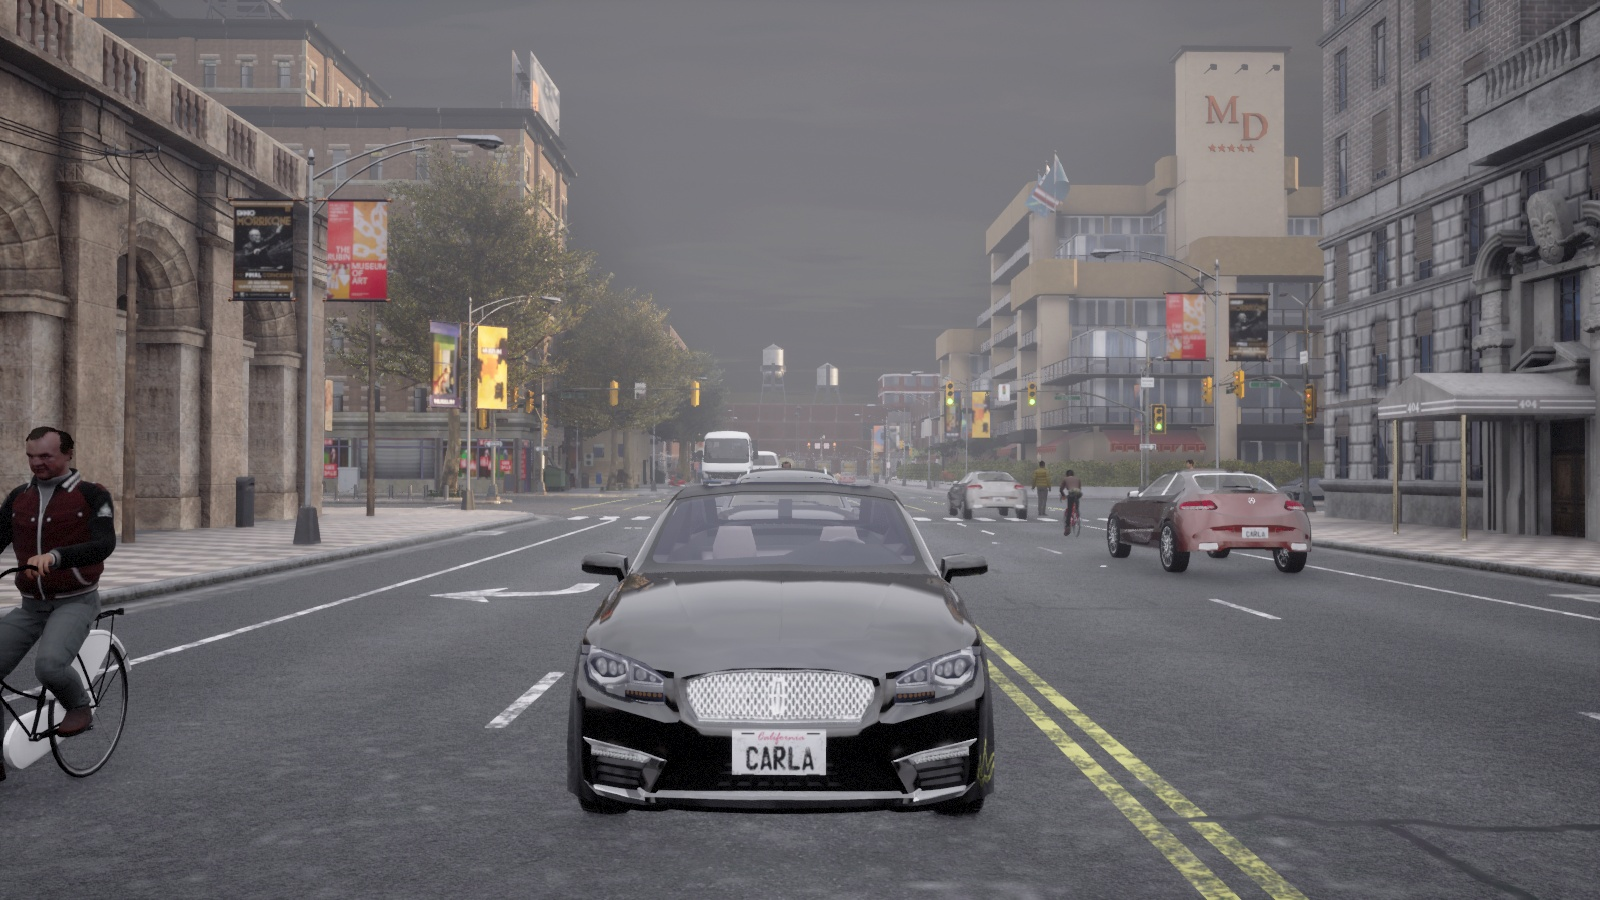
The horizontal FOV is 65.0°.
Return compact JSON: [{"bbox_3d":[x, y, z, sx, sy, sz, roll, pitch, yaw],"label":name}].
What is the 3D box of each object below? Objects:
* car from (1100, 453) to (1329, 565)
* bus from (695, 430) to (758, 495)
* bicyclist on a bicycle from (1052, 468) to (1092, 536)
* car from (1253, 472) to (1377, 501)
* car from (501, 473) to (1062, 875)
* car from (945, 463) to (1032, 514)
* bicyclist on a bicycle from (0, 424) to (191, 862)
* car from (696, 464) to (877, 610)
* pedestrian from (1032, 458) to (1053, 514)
[{"bbox_3d":[6.791,0.922,21.273,2.152,1.651,5.027,0,-1,-1],"label":"car"},{"bbox_3d":[-4.931,0.914,86.961,3.944,4.253,10.273,0,-1,-1],"label":"bus"},{"bbox_3d":[6.633,1.255,30.673,0.582,1.620,1.656,0,-1,-1],"label":"bicyclist on a bicycle"},{"bbox_3d":[25.783,1.814,63.007,5.357,1.411,2.033,0,-1,-1],"label":"car"},{"bbox_3d":[-0.075,0.892,7.228,2.128,1.511,4.902,0,-1,0],"label":"car"},{"bbox_3d":[6.396,1.291,43.171,2.152,1.651,5.027,0,-1,-1],"label":"car"},{"bbox_3d":[-3.575,0.796,5.776,0.659,1.776,1.843,0,-1,0],"label":"bicyclist on a bicycle"},{"bbox_3d":[-0.165,1.024,16.622,2.033,1.649,4.856,0,-1,0],"label":"car"},{"bbox_3d":[8.035,1.191,41.583,0.431,1.840,0.709,-1,-1,35],"label":"pedestrian"}]
